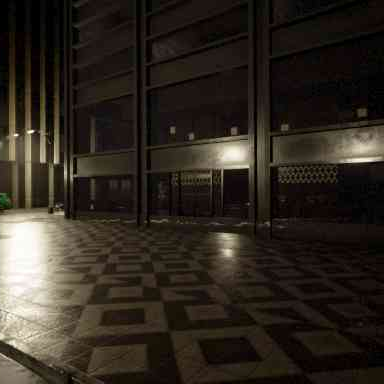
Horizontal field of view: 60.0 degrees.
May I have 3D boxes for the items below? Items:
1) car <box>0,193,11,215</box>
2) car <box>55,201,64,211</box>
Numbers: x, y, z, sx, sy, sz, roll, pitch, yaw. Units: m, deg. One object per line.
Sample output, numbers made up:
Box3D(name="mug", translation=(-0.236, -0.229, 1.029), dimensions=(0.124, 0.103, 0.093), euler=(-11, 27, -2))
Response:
Box3D(name="car", translation=(-19.424, 1.110, 30.076), dimensions=(2.150, 2.045, 5.566), euler=(0, 0, 37))
Box3D(name="car", translation=(-13.404, 1.323, 38.607), dimensions=(1.882, 1.535, 5.008), euler=(0, 0, 35))
